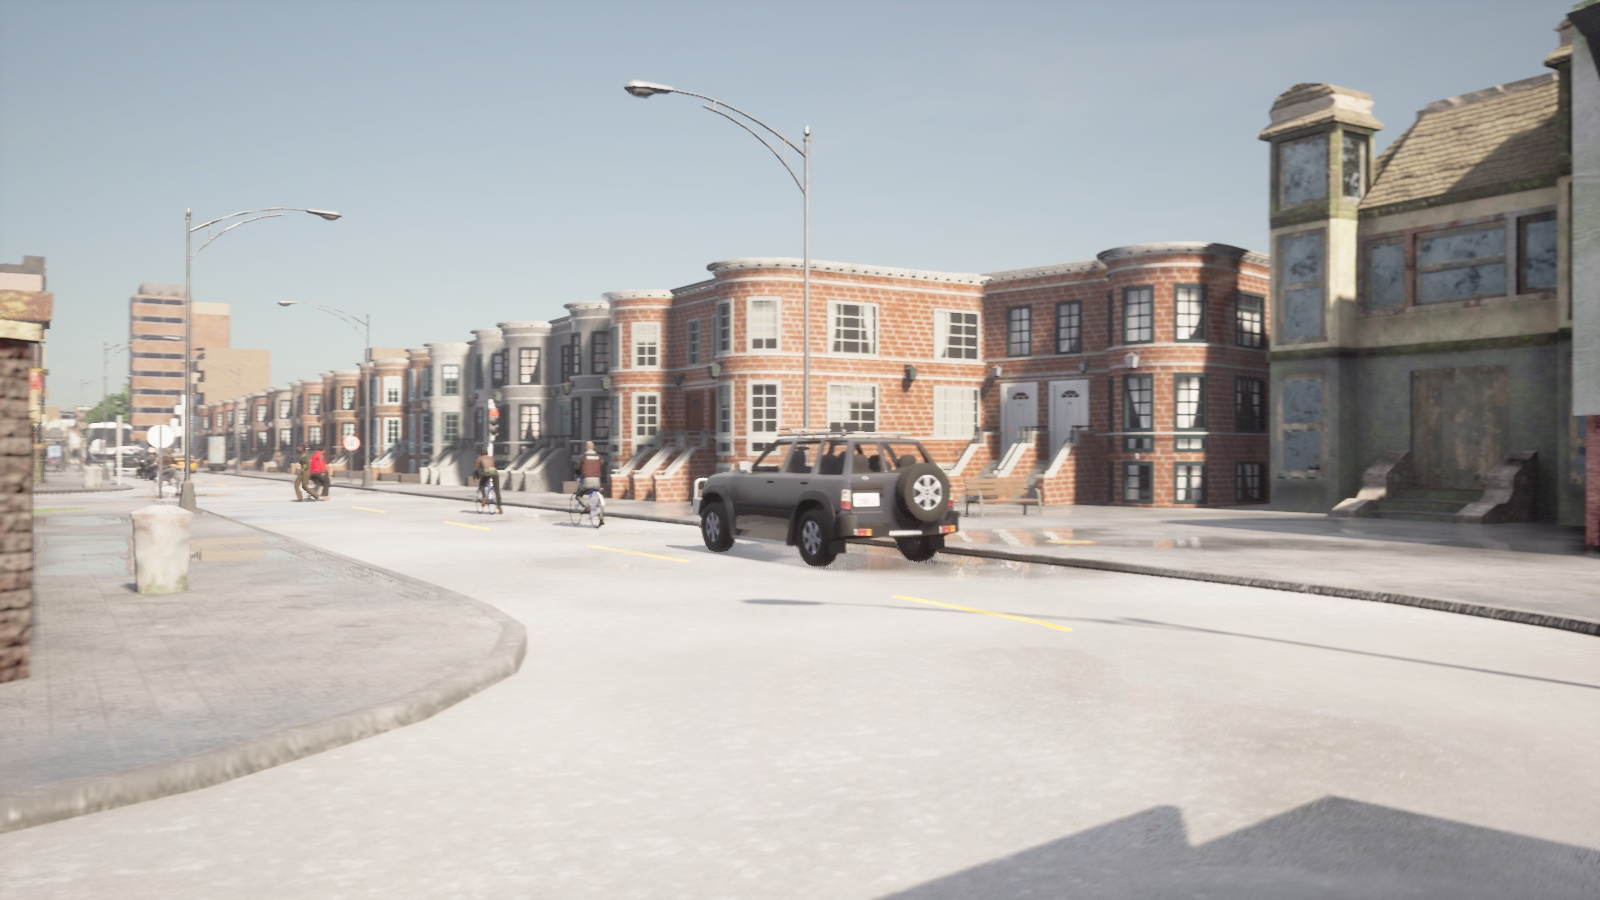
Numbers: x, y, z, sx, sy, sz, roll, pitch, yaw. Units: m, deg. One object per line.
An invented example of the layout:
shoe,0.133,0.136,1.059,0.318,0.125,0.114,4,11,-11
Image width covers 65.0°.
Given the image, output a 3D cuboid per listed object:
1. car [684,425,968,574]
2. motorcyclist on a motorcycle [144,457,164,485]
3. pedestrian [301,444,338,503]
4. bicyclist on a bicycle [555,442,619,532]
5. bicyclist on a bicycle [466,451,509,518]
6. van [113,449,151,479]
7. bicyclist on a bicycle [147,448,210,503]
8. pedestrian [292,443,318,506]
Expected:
car,0.212,0.629,18.149,1.932,1.855,4.605,0,0,-31
motorcyclist on a motorcycle,-35.923,1.170,69.813,0.866,1.530,2.191,0,0,-31
pedestrian,-15.242,0.744,39.869,0.634,1.844,0.899,0,0,41
bicyclist on a bicycle,-4.355,0.727,25.614,0.659,1.776,1.843,0,0,-31
bicyclist on a bicycle,-7.785,0.843,31.241,0.582,1.620,1.656,0,-1,-31
van,-45.815,0.955,86.095,2.069,2.038,4.480,0,0,-31
bicyclist on a bicycle,-20.835,0.848,42.090,1.843,1.776,0.659,-1,3,17
pedestrian,-15.286,0.741,38.772,0.692,1.930,0.395,0,0,-31
